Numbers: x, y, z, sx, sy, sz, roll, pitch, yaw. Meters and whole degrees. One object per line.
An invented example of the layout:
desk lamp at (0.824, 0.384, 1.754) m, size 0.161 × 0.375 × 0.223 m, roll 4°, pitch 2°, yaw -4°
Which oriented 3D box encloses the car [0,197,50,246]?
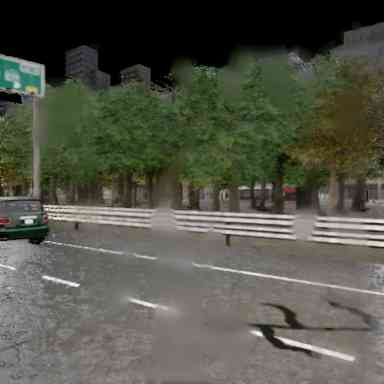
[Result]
car at (-8.347, 1.218, 14.133) m, size 5.566 × 2.045 × 2.150 m, roll 0°, pitch 0°, yaw 36°
